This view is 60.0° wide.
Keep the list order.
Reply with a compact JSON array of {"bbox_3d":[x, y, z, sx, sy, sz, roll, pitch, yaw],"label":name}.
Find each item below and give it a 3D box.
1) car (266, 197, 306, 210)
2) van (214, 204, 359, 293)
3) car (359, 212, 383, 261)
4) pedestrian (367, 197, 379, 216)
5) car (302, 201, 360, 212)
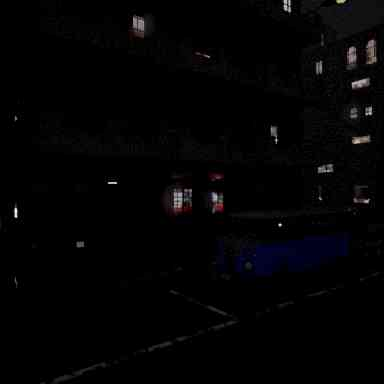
[{"bbox_3d":[11.553,1.352,40.963,1.887,1.381,4.507,-1,1,-37],"label":"car"},{"bbox_3d":[2.399,1.338,8.555,3.998,1.788,1.690,0,-1,-37],"label":"van"},{"bbox_3d":[6.829,1.546,11.948,4.403,1.369,2.008,0,-1,-37],"label":"car"},{"bbox_3d":[9.669,1.134,17.549,0.375,1.860,0.375,-1,0,-37],"label":"pedestrian"},{"bbox_3d":[12.434,1.543,29.899,1.895,1.301,4.718,-1,1,-37],"label":"car"}]
